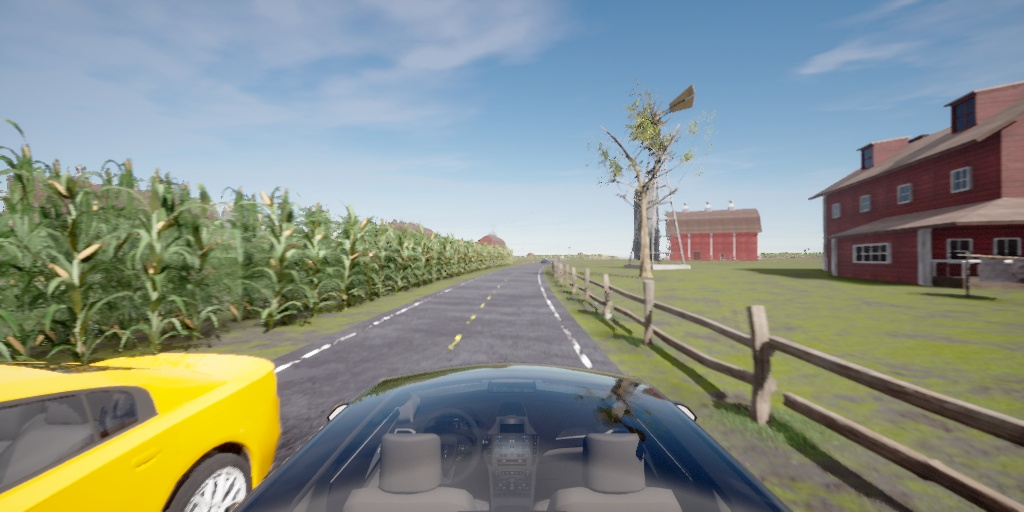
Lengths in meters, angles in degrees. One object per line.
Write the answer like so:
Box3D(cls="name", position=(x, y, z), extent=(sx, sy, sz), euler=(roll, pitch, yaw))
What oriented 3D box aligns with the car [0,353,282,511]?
Box3D(cls="car", position=(-2.817, 1.224, 0.823), extent=(1.882, 1.535, 5.008), euler=(0, 0, 0))
